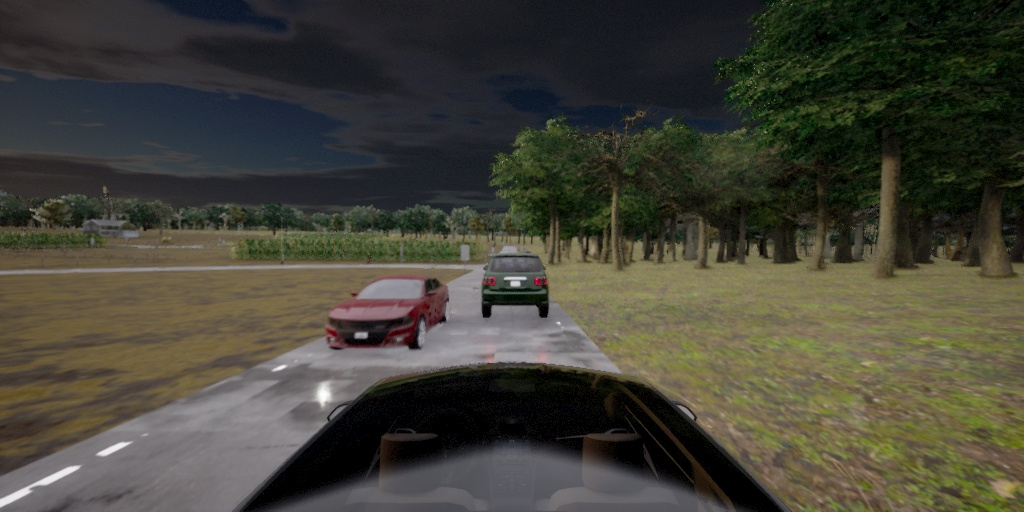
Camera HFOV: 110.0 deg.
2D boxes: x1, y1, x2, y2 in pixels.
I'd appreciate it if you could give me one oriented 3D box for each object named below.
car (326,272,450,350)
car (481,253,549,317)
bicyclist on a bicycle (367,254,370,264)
[{"bbox_3d":[-2.849,1.222,9.274,1.882,1.535,5.008,0,0,0],"label":"car"},{"bbox_3d":[0.103,0.949,13.243,2.150,2.045,5.566,0,-1,0],"label":"car"},{"bbox_3d":[-23.439,0.552,58.557,0.582,1.620,1.656,0,1,-11],"label":"bicyclist on a bicycle"}]
